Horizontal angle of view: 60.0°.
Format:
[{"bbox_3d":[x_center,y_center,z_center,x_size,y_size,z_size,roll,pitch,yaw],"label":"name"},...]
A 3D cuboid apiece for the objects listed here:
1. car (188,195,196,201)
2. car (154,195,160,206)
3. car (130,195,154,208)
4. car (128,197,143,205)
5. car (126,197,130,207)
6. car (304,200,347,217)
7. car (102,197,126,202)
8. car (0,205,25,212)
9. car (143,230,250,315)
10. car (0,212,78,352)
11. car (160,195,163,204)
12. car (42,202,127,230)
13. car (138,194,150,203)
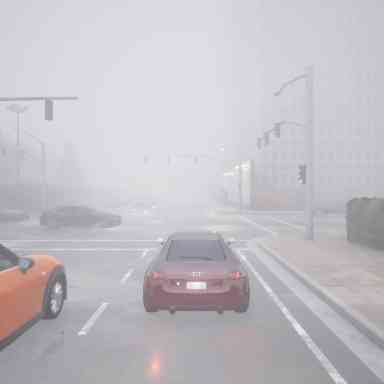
[{"bbox_3d":[0.110,1.552,84.594,1.994,1.385,4.181,0,0,0],"label":"car"},{"bbox_3d":[-7.009,1.505,56.052,1.837,1.490,4.892,0,0,0],"label":"car"},{"bbox_3d":[-7.024,1.352,47.109,2.097,1.767,4.553,0,0,0],"label":"car"},{"bbox_3d":[-10.476,1.601,61.959,1.895,1.301,4.718,0,0,0],"label":"car"},{"bbox_3d":[-10.521,1.477,52.659,1.882,1.535,5.008,0,0,0],"label":"car"},{"bbox_3d":[13.134,1.547,31.430,4.902,1.511,2.128,0,0,0],"label":"car"},{"bbox_3d":[-10.546,1.491,43.510,2.128,1.511,4.902,0,0,1],"label":"car"},{"bbox_3d":[-14.773,1.581,24.207,5.357,1.411,2.033,0,0,0],"label":"car"},{"bbox_3d":[0.087,1.564,7.680,1.994,1.385,4.181,0,0,0],"label":"car"},{"bbox_3d":[-3.434,1.352,4.506,2.097,1.767,4.553,0,0,1],"label":"car"},{"bbox_3d":[-6.939,1.352,66.130,2.097,1.767,4.553,0,0,1],"label":"car"},{"bbox_3d":[-6.867,1.534,20.713,4.892,1.490,1.837,0,0,0],"label":"car"},{"bbox_3d":[-10.406,1.355,72.289,2.097,1.767,4.553,0,0,0],"label":"car"}]
